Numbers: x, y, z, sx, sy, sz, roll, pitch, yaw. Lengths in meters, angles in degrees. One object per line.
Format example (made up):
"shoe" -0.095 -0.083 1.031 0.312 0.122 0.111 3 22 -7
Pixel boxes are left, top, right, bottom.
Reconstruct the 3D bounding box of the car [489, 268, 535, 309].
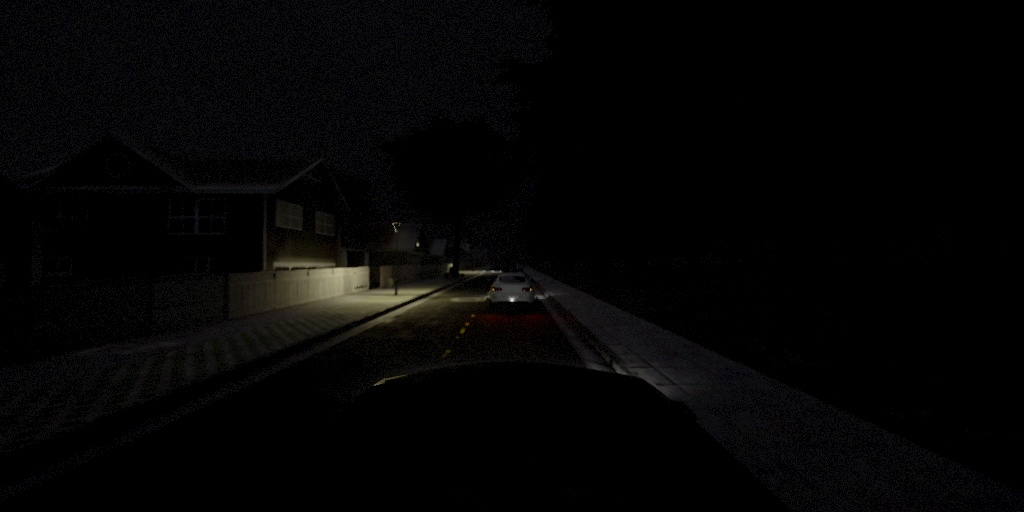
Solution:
"car" 0.024 1.423 15.766 1.812 1.442 4.674 0 0 1

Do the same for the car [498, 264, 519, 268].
"car" 0.025 1.591 30.778 1.812 1.442 4.674 0 0 1
